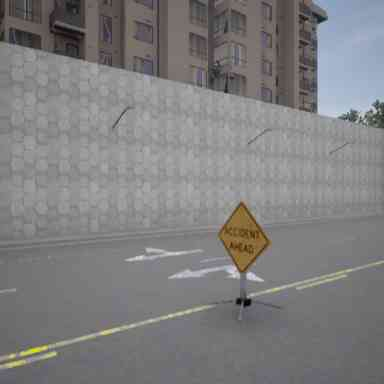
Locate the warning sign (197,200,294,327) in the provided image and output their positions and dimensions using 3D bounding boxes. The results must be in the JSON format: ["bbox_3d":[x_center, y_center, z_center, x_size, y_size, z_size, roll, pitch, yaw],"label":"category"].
[{"bbox_3d":[0.900,1.087,5.800,1.060,1.860,1.300,0,0,-36],"label":"warning sign"}]
